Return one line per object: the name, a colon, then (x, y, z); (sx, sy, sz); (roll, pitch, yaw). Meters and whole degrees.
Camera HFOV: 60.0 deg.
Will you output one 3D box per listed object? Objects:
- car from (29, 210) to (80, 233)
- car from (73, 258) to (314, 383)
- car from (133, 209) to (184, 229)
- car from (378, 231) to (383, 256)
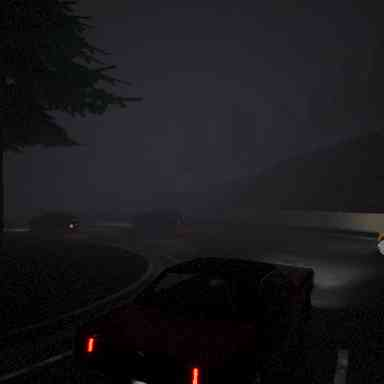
car: (-10.106, 2.119, 24.340); (4.892, 1.490, 1.837); (-1, -2, 40)
car: (0.619, 1.720, 5.259); (1.895, 1.301, 4.718); (-1, -1, 30)
car: (-2.847, 2.124, 27.327); (4.902, 1.511, 2.128); (-1, -2, 40)
car: (8.372, 1.678, 11.219); (1.882, 1.535, 5.008); (0, -1, -2)
